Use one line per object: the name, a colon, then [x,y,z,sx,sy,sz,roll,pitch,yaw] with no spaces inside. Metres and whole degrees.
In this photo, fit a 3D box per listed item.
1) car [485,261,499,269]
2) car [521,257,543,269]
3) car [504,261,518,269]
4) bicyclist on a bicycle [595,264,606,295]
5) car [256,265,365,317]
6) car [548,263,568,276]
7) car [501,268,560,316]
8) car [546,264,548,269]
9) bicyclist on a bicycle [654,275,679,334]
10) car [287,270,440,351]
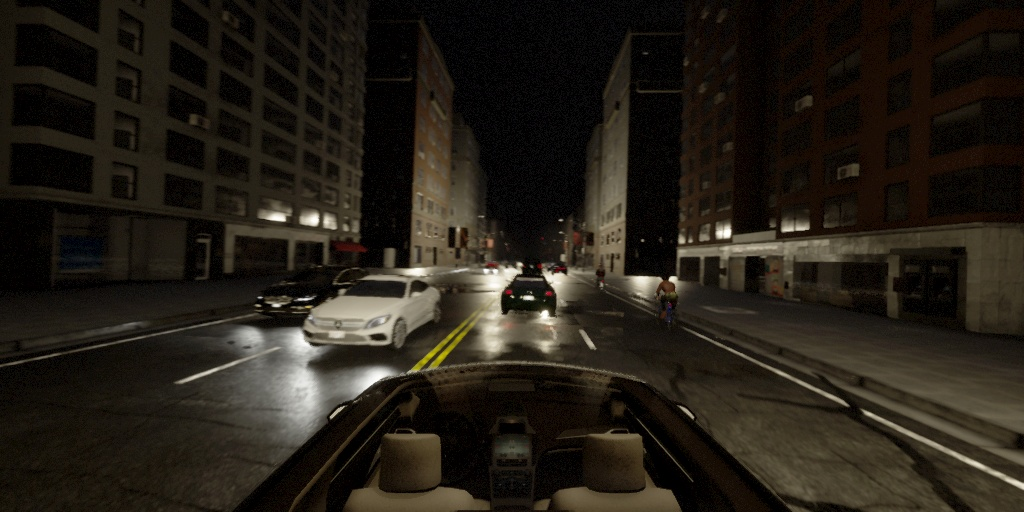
car: [-3.243,1.463,58.928,1.895,1.301,4.718,2,0,3]
car: [2.123,1.178,37.960,2.150,2.045,5.566,2,0,3]
car: [-0.069,1.489,57.700,1.812,1.442,4.674,2,0,4]
bicyclist on a bicycle: [5.151,1.366,21.028,0.659,1.776,1.843,2,0,3]
car: [-6.149,1.084,12.009,1.837,1.490,4.892,2,0,3]
car: [5.691,1.604,43.427,1.837,1.490,4.892,2,0,3]
car: [0.675,1.381,13.973,1.994,1.385,4.181,2,0,3]
car: [6.188,1.721,53.368,1.994,1.385,4.181,2,0,3]
bicyclist on a bicycle: [4.517,1.388,10.493,0.582,1.620,1.656,2,-1,3]
car: [-3.081,1.197,8.930,1.812,1.442,4.674,2,0,3]
